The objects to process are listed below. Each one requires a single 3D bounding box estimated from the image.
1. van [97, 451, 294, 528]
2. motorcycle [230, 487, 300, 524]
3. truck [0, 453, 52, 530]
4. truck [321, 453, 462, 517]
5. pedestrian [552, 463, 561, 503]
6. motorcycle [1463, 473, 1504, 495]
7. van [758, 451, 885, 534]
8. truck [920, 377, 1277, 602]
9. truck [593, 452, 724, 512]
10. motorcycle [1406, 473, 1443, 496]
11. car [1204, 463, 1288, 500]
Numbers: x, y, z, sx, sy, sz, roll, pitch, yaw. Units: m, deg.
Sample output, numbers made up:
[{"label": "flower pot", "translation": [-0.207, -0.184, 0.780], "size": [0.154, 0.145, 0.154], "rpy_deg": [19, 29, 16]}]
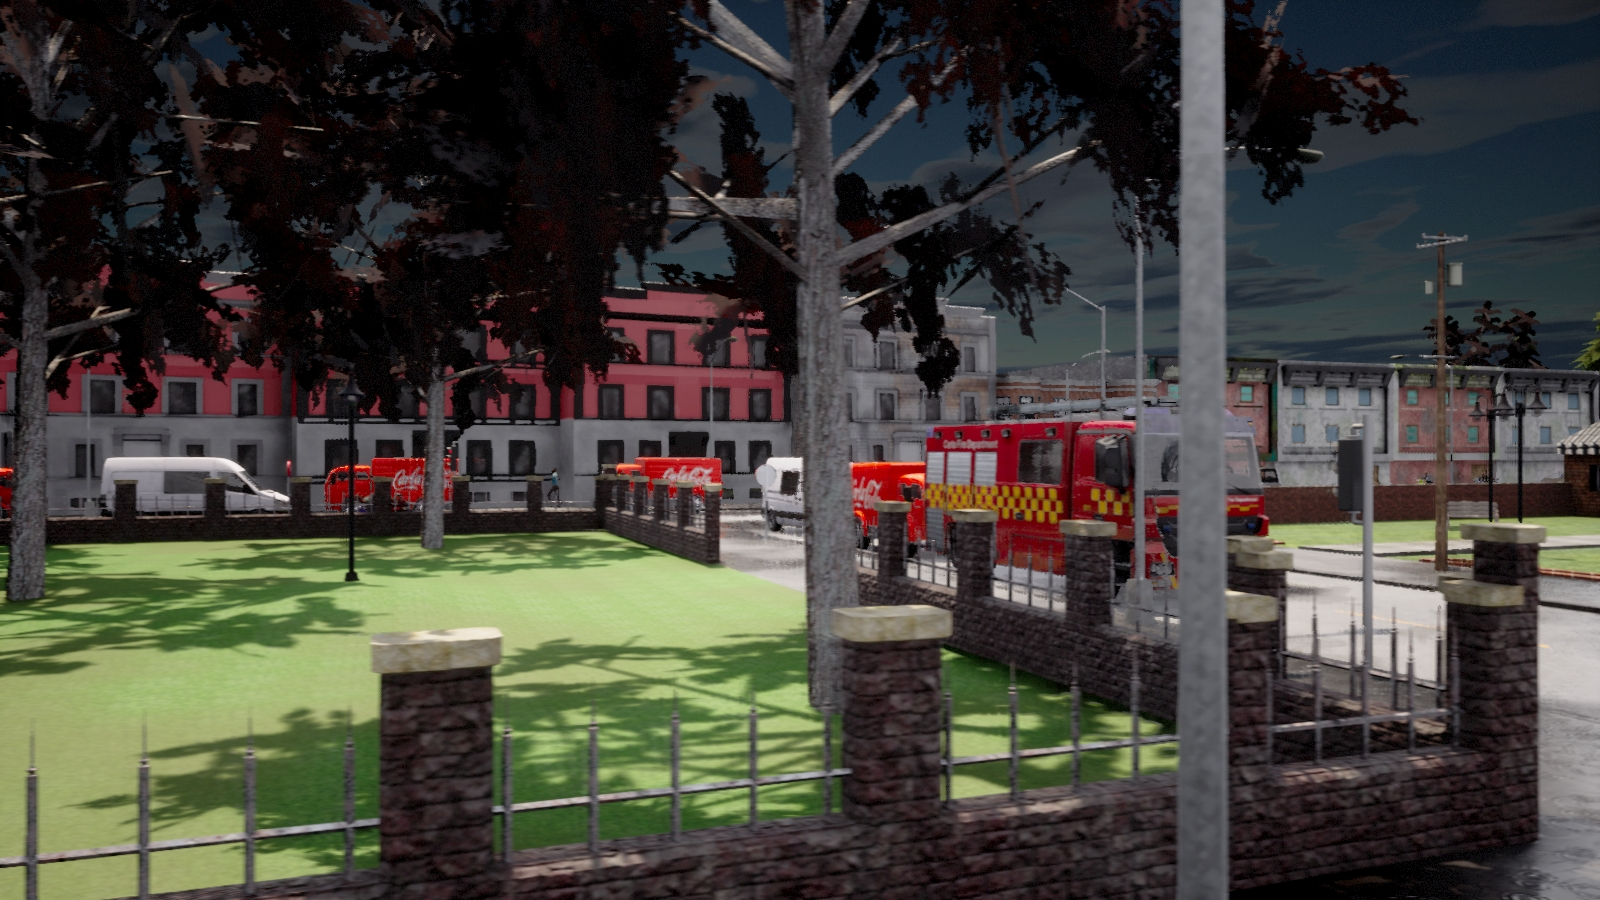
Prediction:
[{"label": "van", "translation": [-21.061, 1.314, 40.115], "size": [5.915, 2.561, 1.988], "rpy_deg": [0, 0, -20]}, {"label": "motorcycle", "translation": [-19.086, 1.985, 40.830], "size": [2.209, 1.251, 0.867], "rpy_deg": [0, 0, -20]}, {"label": "truck", "translation": [-27.976, 1.348, 37.562], "size": [5.204, 2.467, 2.627], "rpy_deg": [0, 0, -20]}, {"label": "truck", "translation": [-16.417, 1.348, 46.063], "size": [5.204, 2.467, 2.627], "rpy_deg": [0, 0, -20]}, {"label": "pedestrian", "translation": [-11.388, 1.522, 53.420], "size": [0.375, 1.860, 0.375], "rpy_deg": [0, 0, 1]}, {"label": "motorcycle", "translation": [39.898, 1.983, 66.669], "size": [2.209, 1.251, 0.867], "rpy_deg": [0, 0, -20]}, {"label": "van", "translation": [0.593, 1.314, 38.243], "size": [1.988, 2.561, 5.915], "rpy_deg": [0, 0, -23]}, {"label": "truck", "translation": [5.698, 0.670, 23.875], "size": [2.891, 3.827, 8.468], "rpy_deg": [0, 0, -20]}, {"label": "truck", "translation": [-6.202, 1.347, 49.809], "size": [5.204, 2.467, 2.627], "rpy_deg": [0, 0, -20]}, {"label": "motorcycle", "translation": [35.592, 1.960, 65.090], "size": [1.805, 1.236, 0.856], "rpy_deg": [0, 0, -20]}, {"label": "car", "translation": [23.737, 1.636, 60.779], "size": [3.866, 1.878, 1.905], "rpy_deg": [0, 0, -20]}]
